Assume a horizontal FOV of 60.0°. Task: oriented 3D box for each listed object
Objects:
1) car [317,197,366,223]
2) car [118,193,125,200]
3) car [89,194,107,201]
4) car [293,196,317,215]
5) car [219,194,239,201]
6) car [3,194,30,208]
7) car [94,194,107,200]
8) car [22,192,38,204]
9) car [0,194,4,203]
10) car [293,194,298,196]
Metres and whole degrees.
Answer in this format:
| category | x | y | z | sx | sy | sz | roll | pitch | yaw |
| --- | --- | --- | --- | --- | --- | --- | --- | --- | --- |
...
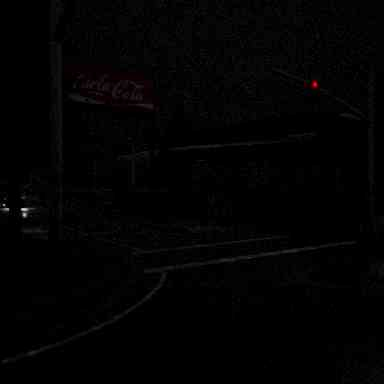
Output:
| category | x | y | z | sx | sy | sz | roll | pitch | yaw |
| --- | --- | --- | --- | --- | --- | --- | --- | --- | --- |
| car | 11.969 | 1.325 | 26.044 | 3.866 | 1.878 | 1.905 | 0 | 0 | -36 |
| car | -17.321 | 1.164 | 85.068 | 2.152 | 1.636 | 5.027 | 0 | 0 | -36 |
| car | -21.086 | 1.304 | 73.161 | 2.007 | 1.523 | 4.514 | 0 | 0 | -36 |
| car | 12.115 | 1.494 | 33.175 | 4.611 | 1.667 | 2.242 | 0 | 0 | -36 |
| car | 8.978 | 1.342 | 81.872 | 1.845 | 1.501 | 3.633 | 0 | 0 | -36 |
| car | -23.037 | 1.312 | 43.570 | 1.837 | 1.490 | 4.892 | 0 | 0 | -36 |
| car | -22.303 | 1.240 | 81.011 | 1.970 | 1.475 | 3.806 | 0 | 0 | -36 |
| car | -27.528 | 1.030 | 55.990 | 2.150 | 2.045 | 5.566 | 0 | 0 | -36 |
| car | -33.672 | 1.156 | 58.278 | 2.097 | 1.767 | 4.553 | 0 | 0 | -36 |
| car | 23.068 | 1.360 | 82.694 | 2.152 | 1.636 | 5.027 | 0 | 0 | -36 |
